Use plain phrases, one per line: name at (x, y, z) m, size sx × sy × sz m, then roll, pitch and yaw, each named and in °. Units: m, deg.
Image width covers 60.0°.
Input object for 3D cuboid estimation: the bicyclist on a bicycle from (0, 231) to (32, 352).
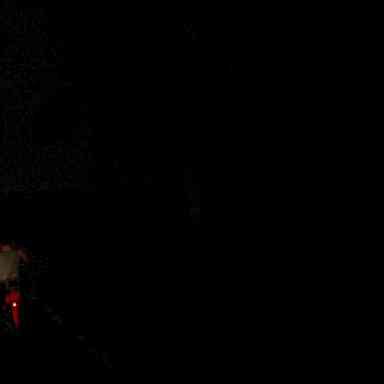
bicyclist on a bicycle at (-2.765, 1.374, 4.928) m, size 0.866 × 1.612 × 1.509 m, roll -2°, pitch 1°, yaw -40°
